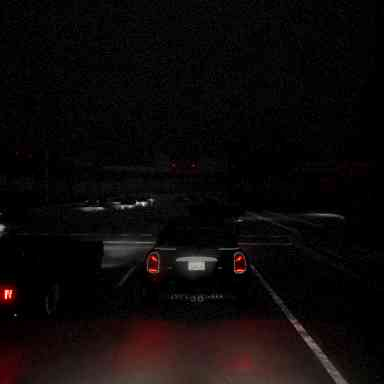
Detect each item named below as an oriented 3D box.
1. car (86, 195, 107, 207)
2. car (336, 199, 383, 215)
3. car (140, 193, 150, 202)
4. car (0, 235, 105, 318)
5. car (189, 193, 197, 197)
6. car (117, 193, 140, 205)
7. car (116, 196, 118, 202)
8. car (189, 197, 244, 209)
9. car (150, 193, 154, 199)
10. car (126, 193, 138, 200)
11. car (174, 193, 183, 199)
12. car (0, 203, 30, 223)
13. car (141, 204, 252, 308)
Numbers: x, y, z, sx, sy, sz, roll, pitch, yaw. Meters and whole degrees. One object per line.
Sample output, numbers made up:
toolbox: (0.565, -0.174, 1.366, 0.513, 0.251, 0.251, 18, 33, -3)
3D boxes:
car: (-14.004, 1.281, 48.853, 2.097, 1.767, 4.553, 0, 0, 0)
car: (16.744, 1.505, 32.771, 4.892, 1.490, 1.837, 0, 0, -1)
car: (-10.372, 1.300, 68.637, 1.895, 1.301, 4.718, 0, 1, 0)
car: (-3.405, 1.601, 7.381, 1.895, 1.301, 4.718, 0, 0, 0)
car: (0.148, 1.002, 78.607, 1.882, 1.535, 5.008, 0, 1, 0)
car: (-10.488, 1.411, 55.520, 2.033, 1.411, 5.357, 0, 1, 0)
car: (-13.894, 1.257, 66.507, 1.812, 1.442, 4.674, 0, 1, 1)
car: (2.180, 1.462, 29.966, 5.008, 1.535, 1.882, 0, 1, 20)
car: (-10.348, 1.000, 81.075, 1.812, 1.442, 4.674, 0, 1, 0)
car: (-13.856, 1.082, 76.927, 1.812, 1.442, 4.674, 0, 1, 0)
car: (-3.346, 0.926, 82.381, 1.882, 1.535, 5.008, 0, 1, 0)
car: (-14.053, 1.564, 25.132, 1.994, 1.385, 4.181, 0, 0, 0)
car: (0.095, 1.352, 8.108, 2.097, 1.767, 4.553, 0, 0, 0)
